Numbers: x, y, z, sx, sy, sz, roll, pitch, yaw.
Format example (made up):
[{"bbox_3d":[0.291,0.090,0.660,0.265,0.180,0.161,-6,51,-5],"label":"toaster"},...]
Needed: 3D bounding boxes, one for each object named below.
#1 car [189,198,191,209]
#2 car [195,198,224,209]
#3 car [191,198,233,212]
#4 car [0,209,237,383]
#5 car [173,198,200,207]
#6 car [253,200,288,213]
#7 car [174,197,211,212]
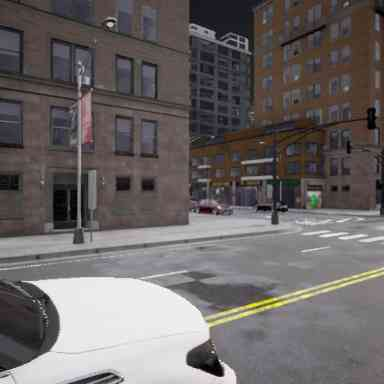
[{"bbox_3d":[-1.045,1.418,36.855,1.967,1.590,4.097,0,0,-35],"label":"car"},{"bbox_3d":[2.318,1.589,45.990,1.802,1.307,4.206,0,0,-35],"label":"car"},{"bbox_3d":[2.139,1.420,32.357,1.967,1.590,4.097,0,0,-35],"label":"car"},{"bbox_3d":[-2.301,1.221,1.796,5.566,2.045,2.150,0,0,-36],"label":"car"},{"bbox_3d":[-0.866,1.574,50.487,1.947,1.339,4.313,0,0,-35],"label":"car"},{"bbox_3d":[8.689,1.576,36.994,1.947,1.339,4.313,0,0,-35],"label":"car"},{"bbox_3d":[-0.038,1.465,39.824,1.882,1.535,5.008,0,0,-35],"label":"car"}]
